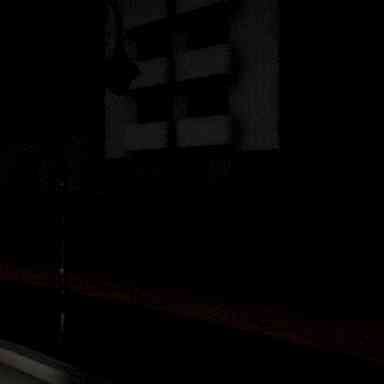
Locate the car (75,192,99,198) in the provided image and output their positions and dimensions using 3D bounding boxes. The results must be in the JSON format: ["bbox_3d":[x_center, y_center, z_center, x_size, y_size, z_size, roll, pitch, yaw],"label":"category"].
[{"bbox_3d":[-14.221,1.013,42.438,2.150,2.045,5.566,0,0,30],"label":"car"}]
